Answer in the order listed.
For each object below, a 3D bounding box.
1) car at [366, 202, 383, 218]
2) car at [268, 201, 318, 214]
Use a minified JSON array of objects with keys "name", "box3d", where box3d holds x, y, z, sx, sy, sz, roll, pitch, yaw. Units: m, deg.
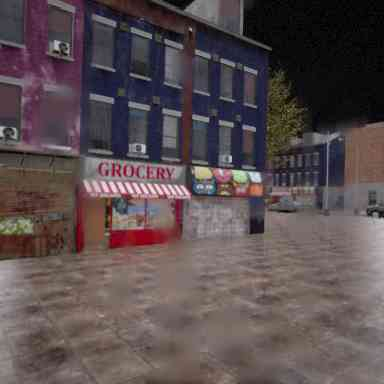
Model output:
[{"name":"car","box3d":[16.680,1.537,26.791,1.837,1.490,4.892,2,-2,-34]},{"name":"car","box3d":[10.604,1.660,35.441,2.033,1.411,5.357,2,-2,-35]}]
